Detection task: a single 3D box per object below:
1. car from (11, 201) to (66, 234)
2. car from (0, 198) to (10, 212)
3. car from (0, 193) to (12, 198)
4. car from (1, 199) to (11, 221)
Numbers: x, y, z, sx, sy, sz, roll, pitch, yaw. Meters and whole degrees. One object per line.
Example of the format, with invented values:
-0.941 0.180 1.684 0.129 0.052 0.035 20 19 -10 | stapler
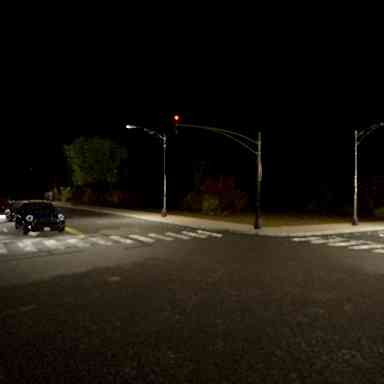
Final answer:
-8.910 1.371 19.385 2.097 1.767 4.553 1 0 -35 | car
-19.487 1.604 35.623 1.895 1.301 4.718 1 0 -33 | car
-27.994 1.215 48.939 2.150 2.045 5.566 1 -1 -33 | car
-14.110 1.559 27.306 2.033 1.411 5.357 1 0 -33 | car
